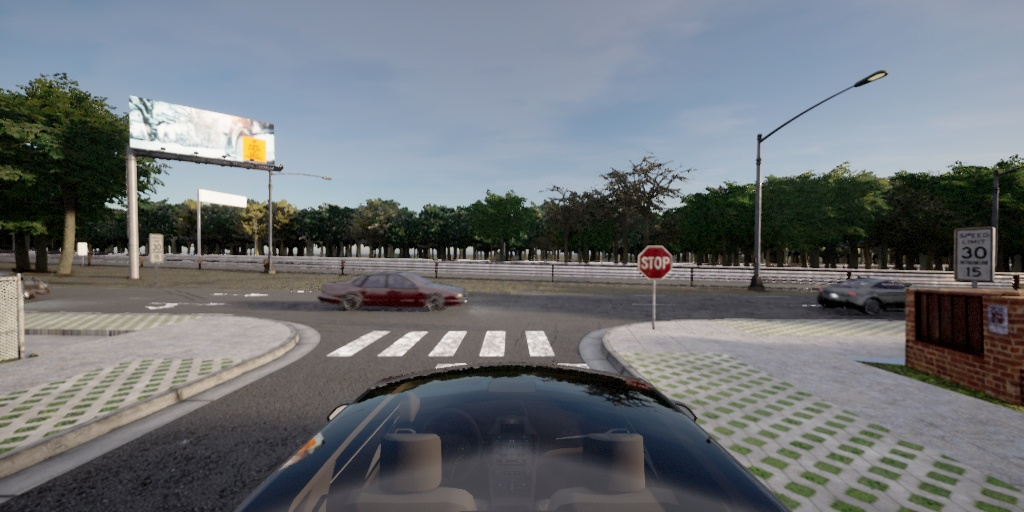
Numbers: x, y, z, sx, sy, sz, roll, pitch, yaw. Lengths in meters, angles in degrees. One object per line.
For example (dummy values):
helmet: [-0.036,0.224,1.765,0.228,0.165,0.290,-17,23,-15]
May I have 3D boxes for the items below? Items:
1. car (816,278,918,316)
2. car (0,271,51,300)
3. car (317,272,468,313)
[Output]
car: [15.052,1.609,14.673,4.181,1.385,1.994,1,0,-4]
car: [-21.429,1.072,13.849,5.357,1.411,2.033,1,0,1]
car: [-4.448,1.317,13.798,5.357,1.411,2.033,1,0,-1]
